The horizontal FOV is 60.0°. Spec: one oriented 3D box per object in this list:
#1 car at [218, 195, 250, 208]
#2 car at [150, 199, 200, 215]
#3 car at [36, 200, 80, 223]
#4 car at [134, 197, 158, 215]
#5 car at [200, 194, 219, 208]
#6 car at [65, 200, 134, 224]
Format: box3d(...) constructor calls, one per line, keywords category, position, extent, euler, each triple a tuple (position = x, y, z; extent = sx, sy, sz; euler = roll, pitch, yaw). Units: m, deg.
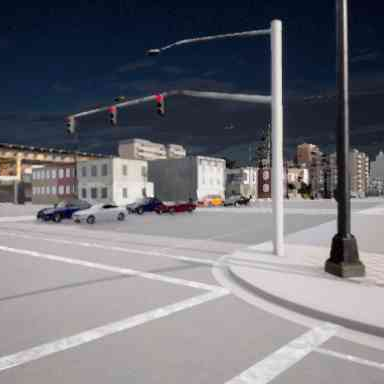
box3d(category="car", position=(5.852, 1.225, 43.231), extent=(1.837, 1.490, 4.892), euler=(-1, 1, 37))
box3d(category="car", position=(-1.638, 1.543, 33.170), extent=(1.895, 1.301, 4.718), euler=(-1, 1, 37))
box3d(category="car", position=(-10.325, 1.472, 27.345), extent=(2.097, 1.767, 4.553), euler=(-1, 0, 37))
box3d(category="car", position=(-5.034, 1.346, 34.462), extent=(2.097, 1.767, 4.553), euler=(-1, 0, 37))
box3d(category="car", position=(2.392, 1.126, 44.445), extent=(2.097, 1.767, 4.553), euler=(-1, 1, 37))
box3d(category="car", position=(-7.077, 1.598, 25.874), extent=(1.812, 1.442, 4.674), euler=(-1, 0, 37))
